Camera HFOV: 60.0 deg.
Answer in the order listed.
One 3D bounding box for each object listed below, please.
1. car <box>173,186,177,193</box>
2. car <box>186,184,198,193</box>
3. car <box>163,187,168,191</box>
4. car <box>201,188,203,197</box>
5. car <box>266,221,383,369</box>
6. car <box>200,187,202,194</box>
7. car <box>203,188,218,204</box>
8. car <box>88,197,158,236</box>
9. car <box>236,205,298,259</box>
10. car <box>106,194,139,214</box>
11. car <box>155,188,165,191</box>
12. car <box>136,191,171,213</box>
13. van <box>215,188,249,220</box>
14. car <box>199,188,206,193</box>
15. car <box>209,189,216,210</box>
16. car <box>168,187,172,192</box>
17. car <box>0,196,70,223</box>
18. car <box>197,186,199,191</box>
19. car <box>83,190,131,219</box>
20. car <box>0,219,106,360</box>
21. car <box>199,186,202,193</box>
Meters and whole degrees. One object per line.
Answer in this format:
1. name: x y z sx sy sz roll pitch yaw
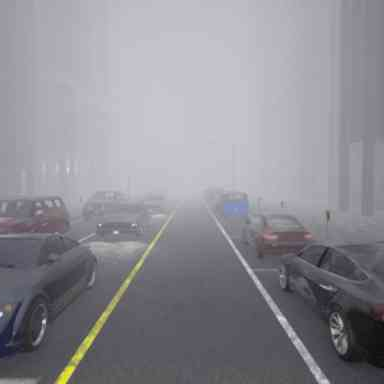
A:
1. car: -5.704 -0.395 90.432 1.752 1.417 4.829 -1 1 0
2. car: 0.069 -0.627 89.673 2.097 1.767 4.553 0 1 0
3. car: -5.732 0.222 56.582 1.967 1.590 4.097 -1 1 0
4. car: 2.781 0.323 45.239 2.192 1.841 5.009 -1 1 0
5. car: 2.755 1.447 5.554 1.947 1.339 4.313 -1 1 0
6. car: 2.792 0.208 56.581 1.967 1.590 4.097 -1 1 0
7. car: 2.777 0.444 39.569 2.192 1.841 5.009 -1 1 0
8. car: -3.085 1.200 16.174 2.033 1.411 5.357 0 1 0
9. car: 2.760 1.336 11.225 1.802 1.307 4.206 -1 1 0
10. car: -5.753 0.919 28.067 1.752 1.417 4.829 -1 1 0
11. car: -5.735 0.446 50.915 1.887 1.381 4.507 -1 1 0
12. car: -3.061 0.942 27.814 2.033 1.411 5.357 0 1 0
13. van: 2.764 0.842 22.559 1.690 1.788 3.998 -1 1 0
14. car: 2.821 -0.415 90.774 1.752 1.417 4.829 -1 1 0
15. car: 2.770 0.816 28.231 1.967 1.590 4.097 -1 1 0
16. car: -5.721 0.111 67.924 1.947 1.339 4.313 -1 1 0
17. car: -5.770 1.083 11.224 2.192 1.841 5.009 -1 1 0
18. car: 2.812 -0.182 79.434 1.752 1.417 4.829 -1 1 0
19. car: -5.761 0.830 22.563 2.192 1.841 5.009 -1 1 0
20. car: -3.092 1.449 5.797 1.994 1.385 4.181 0 1 0
21. car: 2.797 0.090 62.251 1.967 1.590 4.097 -1 1 0
